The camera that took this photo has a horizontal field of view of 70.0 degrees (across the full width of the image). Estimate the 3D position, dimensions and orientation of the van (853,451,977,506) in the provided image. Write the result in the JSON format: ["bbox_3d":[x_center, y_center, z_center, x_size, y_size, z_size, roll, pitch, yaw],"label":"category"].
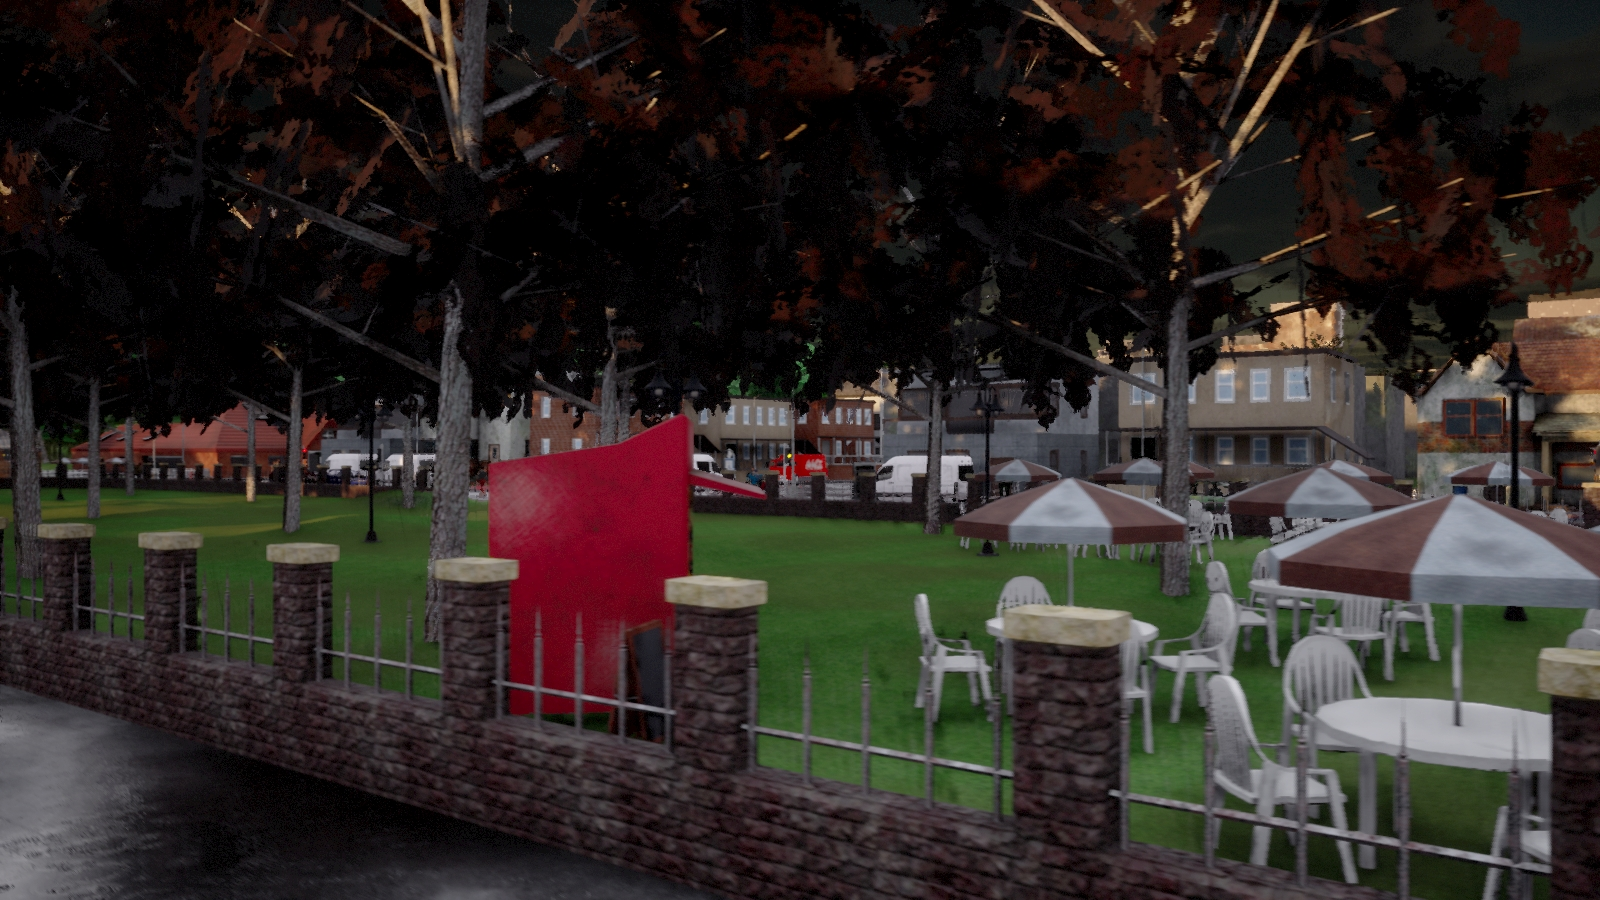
[{"bbox_3d":[5.616,1.326,56.296,5.915,2.561,1.988,0,0,36],"label":"van"}]

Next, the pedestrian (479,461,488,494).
[{"bbox_3d":[-17.862,1.536,64.407,0.375,1.860,0.375,0,0,-40],"label":"pedestrian"}]
